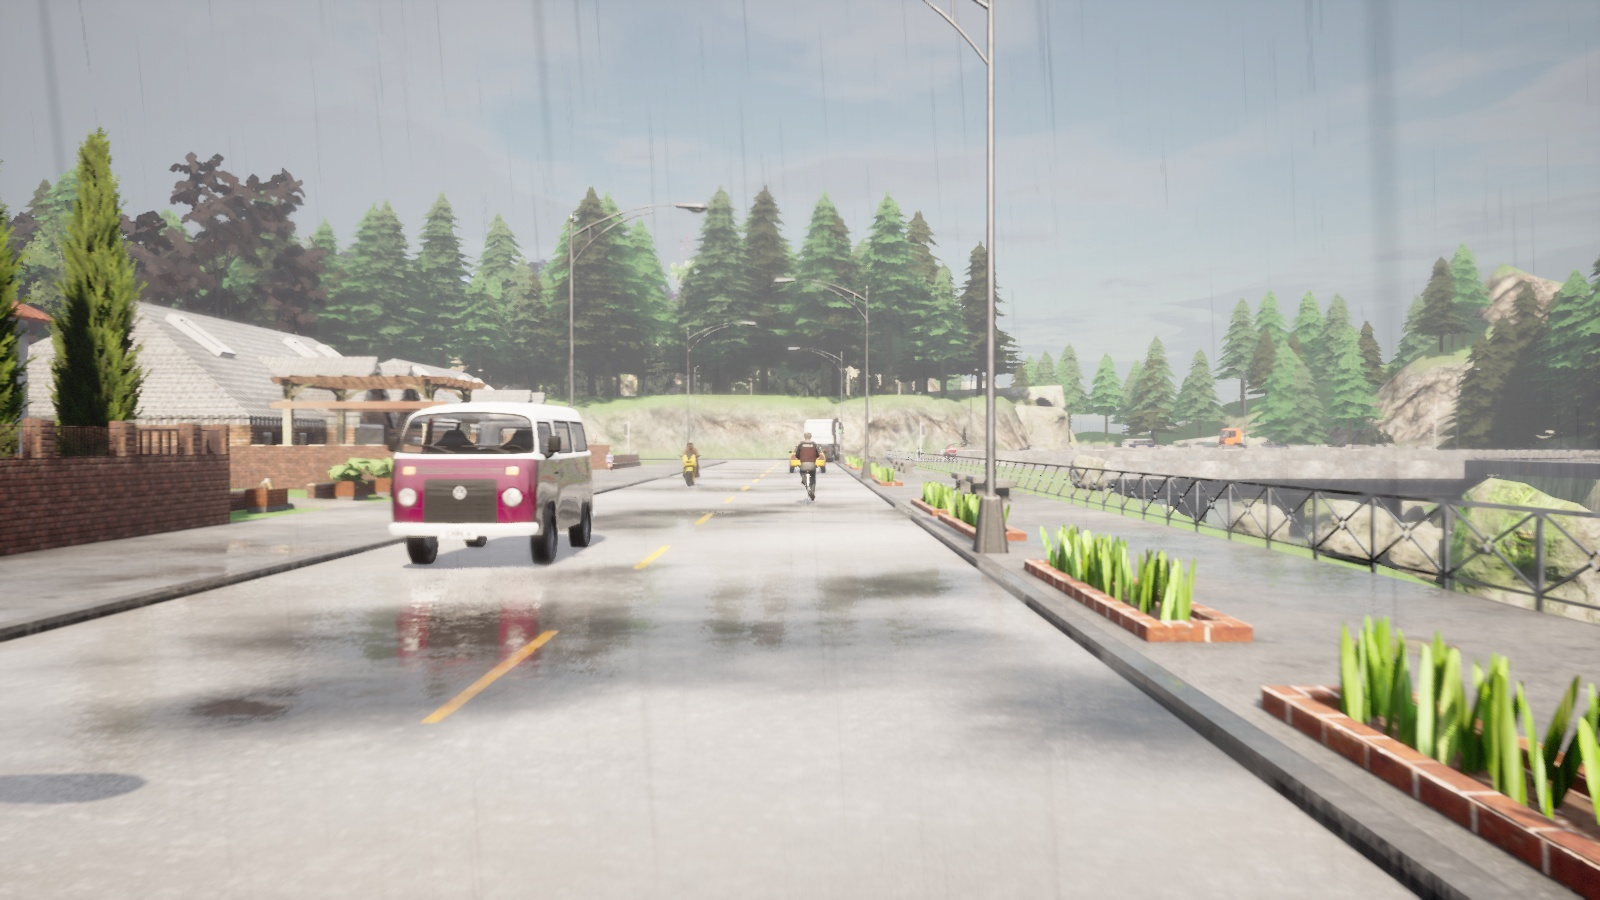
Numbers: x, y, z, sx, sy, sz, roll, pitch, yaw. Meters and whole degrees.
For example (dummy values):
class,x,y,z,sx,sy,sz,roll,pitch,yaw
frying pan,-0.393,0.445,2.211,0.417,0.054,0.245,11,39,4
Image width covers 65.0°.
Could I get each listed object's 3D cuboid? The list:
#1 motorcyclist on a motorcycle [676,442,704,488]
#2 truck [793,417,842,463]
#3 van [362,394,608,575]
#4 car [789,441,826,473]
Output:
class,x,y,z,sx,sy,sz,roll,pitch,yaw
motorcyclist on a motorcycle,-3.739,0.484,42.814,0.797,1.523,2.044,0,0,0
truck,1.465,-0.787,98.015,2.891,3.462,7.936,0,0,8
van,-3.891,0.374,16.406,2.069,2.038,4.480,0,0,0
car,0.382,0.326,63.778,1.801,1.575,5.366,0,0,0
